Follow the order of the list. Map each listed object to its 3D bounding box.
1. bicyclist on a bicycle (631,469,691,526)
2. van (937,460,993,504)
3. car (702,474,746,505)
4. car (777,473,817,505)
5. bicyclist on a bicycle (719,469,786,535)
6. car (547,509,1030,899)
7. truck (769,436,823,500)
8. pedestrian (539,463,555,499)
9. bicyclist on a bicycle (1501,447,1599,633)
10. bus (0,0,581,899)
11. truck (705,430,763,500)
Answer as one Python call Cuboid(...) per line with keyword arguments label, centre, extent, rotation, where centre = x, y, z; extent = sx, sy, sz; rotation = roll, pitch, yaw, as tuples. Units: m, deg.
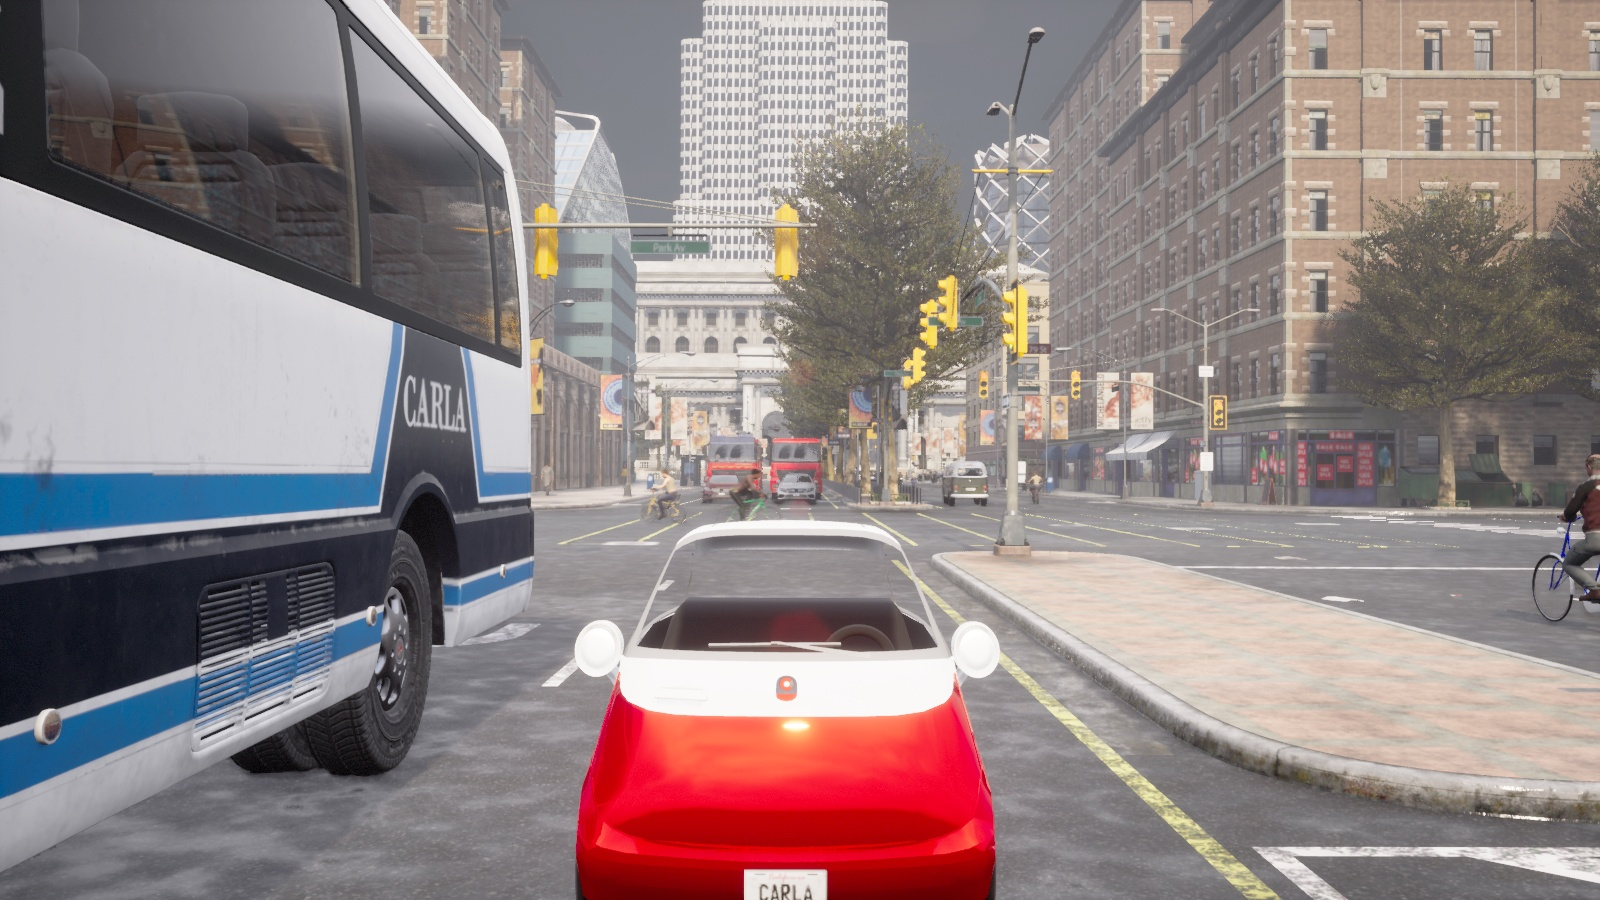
Cuboid(label="bicyclist on a bicycle", centre=(-4.079, 1.387, 36.985), extent=(1.509, 1.612, 0.866), rotation=(-1, 0, 22))
Cuboid(label="van", centre=(7.827, 1.509, 59.824), extent=(2.069, 2.038, 4.480), rotation=(0, -1, 0))
Cuboid(label="car", centre=(-3.653, 1.877, 61.008), extent=(1.812, 1.442, 4.674), rotation=(0, -1, 1))
Cuboid(label="car", centre=(-0.118, 1.859, 60.803), extent=(1.812, 1.442, 4.674), rotation=(0, -1, 1))
Cuboid(label="bicyclist on a bicycle", centre=(-1.178, 1.297, 31.358), extent=(1.656, 1.620, 0.582), rotation=(0, -1, 0))
Cuboid(label="car", centre=(-0.039, 0.953, 4.966), extent=(1.481, 1.376, 2.207), rotation=(0, -1, 0))
Cuboid(label="truck", centre=(-0.204, 1.037, 71.874), extent=(2.891, 3.462, 7.936), rotation=(0, -1, 0))
Cuboid(label="pedestrian", centre=(-13.720, 1.667, 68.135), extent=(0.659, 1.952, 0.873), rotation=(0, -1, 0))
Cuboid(label="bicyclist on a bicycle", centre=(7.942, 0.866, 12.700), extent=(0.659, 1.776, 1.843), rotation=(0, -1, 0))
Cuboid(label="bus", centre=(-3.542, -0.482, 3.917), extent=(3.944, 4.253, 10.273), rotation=(0, -1, 0))
Cuboid(label="truck", centre=(-3.707, 0.879, 72.521), extent=(2.891, 3.827, 8.468), rotation=(0, -1, 0))
